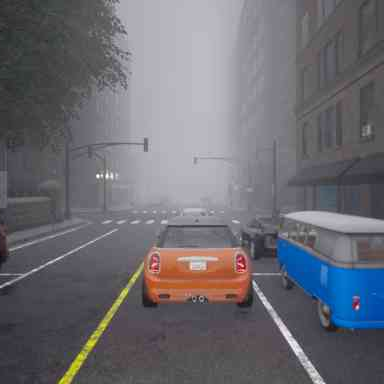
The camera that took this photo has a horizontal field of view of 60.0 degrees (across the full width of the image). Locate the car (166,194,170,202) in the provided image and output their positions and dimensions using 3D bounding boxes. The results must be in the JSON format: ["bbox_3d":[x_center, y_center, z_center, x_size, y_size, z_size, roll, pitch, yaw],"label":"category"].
[{"bbox_3d":[-5.670,1.514,61.109,1.887,1.381,4.507,0,0,0],"label":"car"}]

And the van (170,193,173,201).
[{"bbox_3d":[-5.671,1.311,72.011,1.690,1.788,3.998,0,0,0],"label":"van"}]

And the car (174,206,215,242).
[{"bbox_3d":[0.101,1.520,17.114,1.812,1.442,4.674,0,0,0],"label":"car"}]

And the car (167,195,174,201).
[{"bbox_3d":[-5.671,1.502,88.193,1.752,1.417,4.829,0,0,0],"label":"car"}]

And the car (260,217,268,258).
[{"bbox_3d":[2.856,1.563,12.220,1.947,1.339,4.313,0,0,0],"label":"car"}]

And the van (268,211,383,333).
[{"bbox_3d":[2.856,1.340,6.559,1.690,1.788,3.998,0,0,0],"label":"van"}]

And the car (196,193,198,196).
[{"bbox_3d":[2.853,1.506,94.009,1.752,1.417,4.829,0,0,0],"label":"car"}]

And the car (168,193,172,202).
[{"bbox_3d":[-5.671,1.514,66.560,1.887,1.381,4.507,0,0,0],"label":"car"}]

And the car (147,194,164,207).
[{"bbox_3d":[-5.670,1.498,50.038,1.752,1.417,4.829,0,0,0],"label":"car"}]

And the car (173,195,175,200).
[{"bbox_3d":[-5.671,1.522,77.462,2.008,1.369,4.403,0,0,0],"label":"car"}]

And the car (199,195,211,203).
[{"bbox_3d":[2.854,1.409,66.596,1.967,1.590,4.097,0,0,0],"label":"car"}]

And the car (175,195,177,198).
[{"bbox_3d":[-5.672,1.289,82.913,2.192,1.841,5.009,0,0,0],"label":"car"}]

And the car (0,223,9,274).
[{"bbox_3d":[-5.669,1.314,6.519,2.192,1.841,5.009,0,0,0],"label":"car"}]

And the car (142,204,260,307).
[{"bbox_3d":[0.102,1.351,8.113,2.097,1.767,4.553,0,0,0],"label":"car"}]

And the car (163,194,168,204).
[{"bbox_3d":[-5.670,1.521,55.658,2.008,1.369,4.403,0,0,0],"label":"car"}]
